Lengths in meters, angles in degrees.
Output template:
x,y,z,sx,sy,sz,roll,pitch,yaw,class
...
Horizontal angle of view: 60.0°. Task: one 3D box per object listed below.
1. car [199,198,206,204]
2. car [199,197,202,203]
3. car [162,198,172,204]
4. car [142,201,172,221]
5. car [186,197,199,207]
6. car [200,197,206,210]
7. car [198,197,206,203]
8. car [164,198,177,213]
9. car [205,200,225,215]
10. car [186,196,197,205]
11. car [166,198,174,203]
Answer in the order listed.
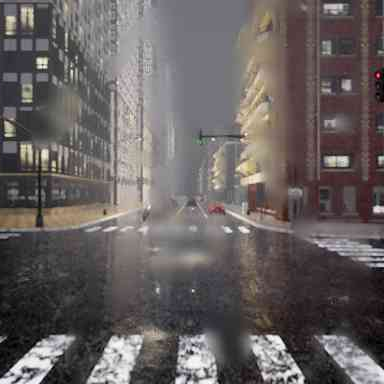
x,y,z,sx,sy,sz,roll,pitch,yaw,class
2.597,2.181,83.519,1.802,1.307,4.206,0,0,0,car
2.630,1.939,55.277,2.008,1.369,4.403,0,0,0,car
-5.776,2.107,77.861,2.008,1.369,4.403,0,0,0,car
-3.135,1.747,29.212,2.033,1.411,5.357,0,0,0,car
-0.066,1.943,59.307,1.812,1.442,4.674,0,0,0,car
2.636,1.897,49.629,2.008,1.369,4.403,0,0,0,car
2.591,2.083,89.169,1.967,1.590,4.097,0,0,0,car
-3.143,1.777,39.328,1.837,1.490,4.892,0,0,0,car
2.701,1.835,36.712,1.802,1.307,4.206,0,0,0,car
-0.077,1.828,69.280,2.097,1.767,4.553,0,0,0,car
-5.790,2.188,89.158,1.887,1.381,4.507,0,0,0,car
